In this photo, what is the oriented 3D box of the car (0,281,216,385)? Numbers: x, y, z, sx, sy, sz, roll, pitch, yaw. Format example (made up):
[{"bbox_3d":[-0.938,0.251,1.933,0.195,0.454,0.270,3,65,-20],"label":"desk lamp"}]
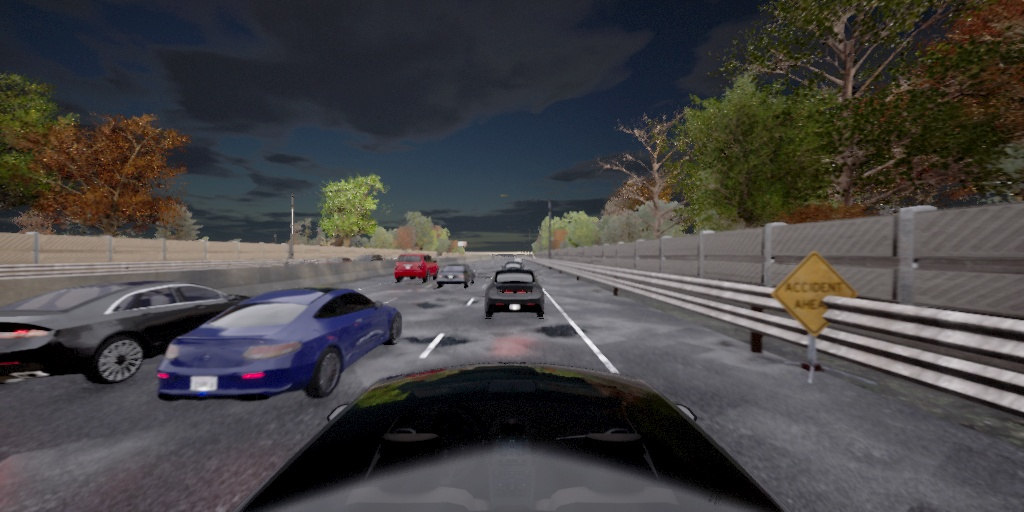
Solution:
[{"bbox_3d":[-6.939,1.217,6.952,2.128,1.511,4.902,0,0,0],"label":"car"}]

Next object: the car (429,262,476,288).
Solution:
[{"bbox_3d":[-3.431,1.200,22.612,2.033,1.411,5.357,0,0,0],"label":"car"}]

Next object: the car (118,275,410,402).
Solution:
[{"bbox_3d":[-3.445,1.253,6.332,1.812,1.442,4.674,0,0,0],"label":"car"}]

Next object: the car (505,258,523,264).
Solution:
[{"bbox_3d":[0.095,1.154,28.530,1.812,1.442,4.674,0,0,0],"label":"car"}]

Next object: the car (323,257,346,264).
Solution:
[{"bbox_3d":[-21.067,0.924,43.459,2.097,1.767,4.553,0,0,0],"label":"car"}]

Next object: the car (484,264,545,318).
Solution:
[{"bbox_3d":[0.089,1.200,12.658,1.837,1.490,4.892,0,0,0],"label":"car"}]

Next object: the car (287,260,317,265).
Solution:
[{"bbox_3d":[-24.573,1.179,42.245,1.895,1.301,4.718,0,0,0],"label":"car"}]

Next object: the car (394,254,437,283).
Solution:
[{"bbox_3d":[-6.910,0.857,26.487,2.150,2.045,5.566,0,0,0],"label":"car"}]

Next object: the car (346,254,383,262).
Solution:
[{"bbox_3d":[-17.569,0.796,43.748,2.150,2.045,5.566,0,0,0],"label":"car"}]

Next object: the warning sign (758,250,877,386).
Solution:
[{"bbox_3d":[4.551,0.846,5.437,1.300,1.860,1.060,0,0,0],"label":"warning sign"}]
